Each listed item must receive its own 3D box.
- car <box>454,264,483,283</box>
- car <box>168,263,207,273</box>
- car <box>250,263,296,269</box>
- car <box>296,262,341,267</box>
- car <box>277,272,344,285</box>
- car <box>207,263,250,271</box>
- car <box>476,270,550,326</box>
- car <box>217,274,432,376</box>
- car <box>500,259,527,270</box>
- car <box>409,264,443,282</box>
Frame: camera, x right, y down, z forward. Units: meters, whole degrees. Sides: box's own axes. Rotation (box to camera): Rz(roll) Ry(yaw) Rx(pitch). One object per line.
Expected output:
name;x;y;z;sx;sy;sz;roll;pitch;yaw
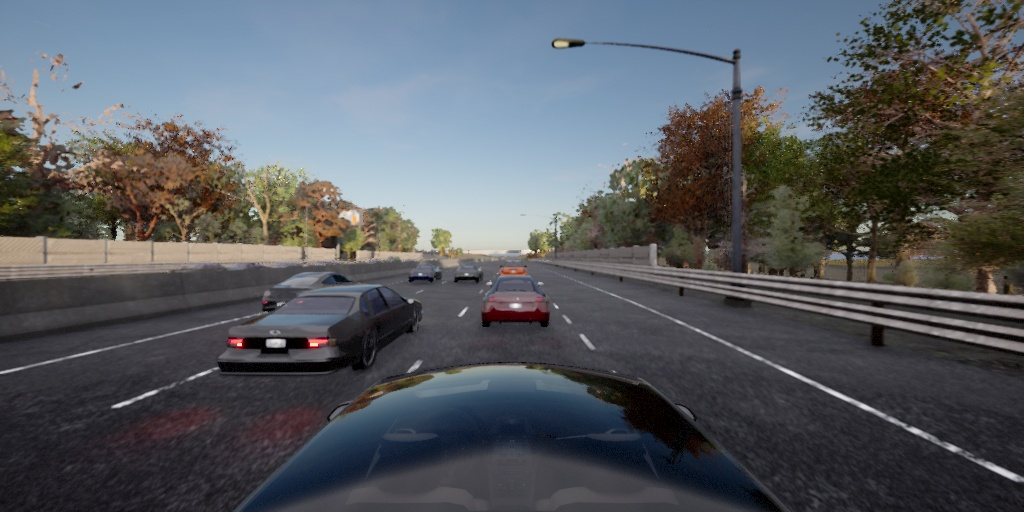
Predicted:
car;-3.388;1.350;28.796;1.994;1.385;4.181;0;0;0
car;-28.083;1.343;32.615;2.033;1.411;5.357;0;0;0
car;-21.084;1.343;33.221;2.033;1.411;5.357;0;0;0
car;-17.581;1.288;33.816;2.128;1.511;4.902;0;0;0
car;-6.894;1.288;13.012;1.812;1.442;4.674;0;0;0
car;-24.584;1.343;33.030;2.033;1.411;5.357;0;0;0
car;0.101;1.324;11.737;1.994;1.385;4.181;0;0;0
car;-3.396;1.304;7.672;2.033;1.411;5.357;0;0;0
car;0.108;1.137;28.076;2.097;1.767;4.553;0;0;0
car;-6.888;1.351;28.958;1.994;1.385;4.181;0;0;0
